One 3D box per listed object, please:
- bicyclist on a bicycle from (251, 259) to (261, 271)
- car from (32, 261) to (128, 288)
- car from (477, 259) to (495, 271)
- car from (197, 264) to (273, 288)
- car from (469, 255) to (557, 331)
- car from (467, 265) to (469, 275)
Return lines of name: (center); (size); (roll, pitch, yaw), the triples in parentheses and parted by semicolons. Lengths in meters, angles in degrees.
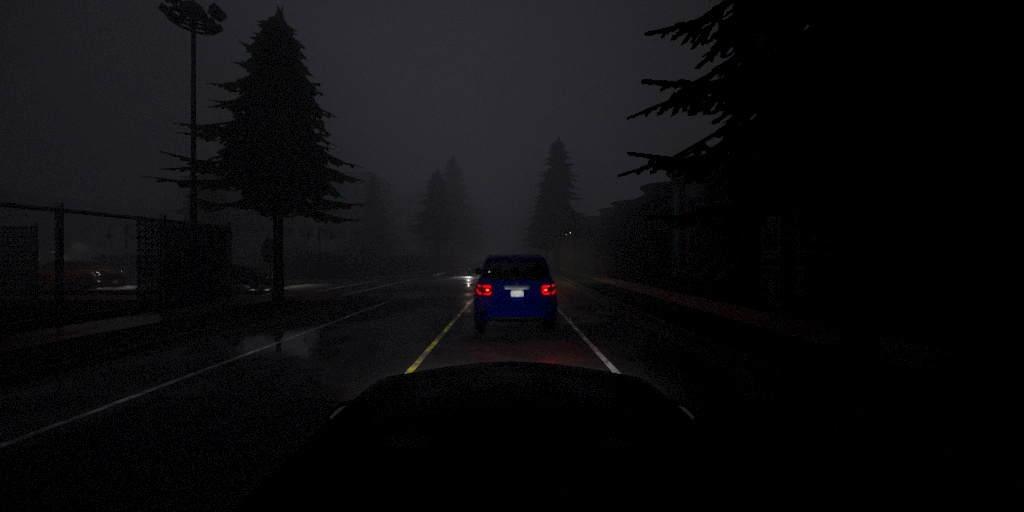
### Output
bicyclist on a bicycle: (-23.273, 1.072, 32.511); (0.582, 1.620, 1.656); (0, 0, 0)
car: (-28.264, 1.125, 23.581); (4.553, 1.767, 2.097); (0, 0, 1)
car: (-3.597, 1.242, 50.359); (2.128, 1.511, 4.902); (0, 0, 0)
car: (-17.826, 1.277, 23.502); (4.892, 1.490, 1.837); (0, 0, 0)
car: (0.013, 0.973, 11.193); (2.150, 2.045, 5.566); (0, 0, -2)
car: (-3.599, 1.255, 37.978); (1.837, 1.490, 4.892); (0, 0, 0)
